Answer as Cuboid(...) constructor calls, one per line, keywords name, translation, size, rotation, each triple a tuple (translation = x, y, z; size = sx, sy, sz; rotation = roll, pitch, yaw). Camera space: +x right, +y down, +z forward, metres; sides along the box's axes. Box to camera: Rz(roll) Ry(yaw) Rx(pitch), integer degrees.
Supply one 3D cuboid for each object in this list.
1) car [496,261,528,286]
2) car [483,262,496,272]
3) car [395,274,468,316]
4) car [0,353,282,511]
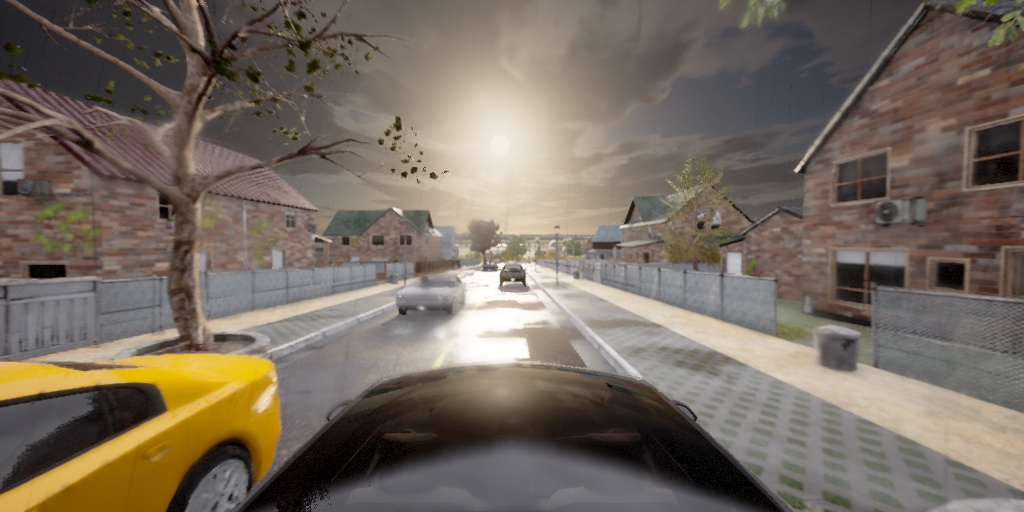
Cuboid(name="car", translation=(0.051, 1.306, 25.924), size=(1.837, 1.490, 4.892), rotation=(0, 0, 0))
Cuboid(name="car", translation=(-2.946, 1.479, 48.856), size=(1.895, 1.301, 4.718), rotation=(0, 0, 0))
Cuboid(name="car", translation=(-2.864, 1.373, 13.669), size=(1.895, 1.301, 4.718), rotation=(0, 0, 0))
Cuboid(name="car", translation=(-2.850, 1.234, 0.913), size=(1.882, 1.535, 5.008), rotation=(0, 0, 0))
